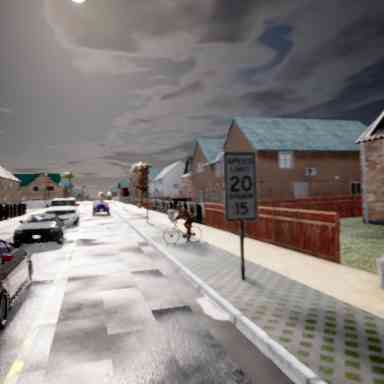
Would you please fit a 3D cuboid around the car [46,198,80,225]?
[{"bbox_3d":[-10.100,1.489,26.274,2.150,2.045,5.566,-2,0,-16],"label":"car"}]

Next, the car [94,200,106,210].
[{"bbox_3d":[-14.533,1.970,52.522,1.812,1.442,4.674,-2,0,-16],"label":"car"}]

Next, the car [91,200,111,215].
[{"bbox_3d":[-10.425,1.819,38.144,1.812,1.442,4.674,-2,0,-16],"label":"car"}]

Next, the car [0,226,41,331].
[{"bbox_3d":[-4.477,1.679,6.577,1.994,1.385,4.181,-2,0,-16],"label":"car"}]

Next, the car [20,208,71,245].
[{"bbox_3d":[-7.215,1.748,16.135,1.994,1.385,4.181,-2,0,-17],"label":"car"}]

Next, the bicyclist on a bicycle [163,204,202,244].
[{"bbox_3d":[-0.381,1.298,13.559,1.656,1.620,0.582,-2,0,-16],"label":"bicyclist on a bicycle"}]
